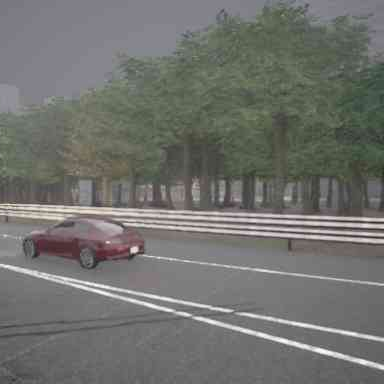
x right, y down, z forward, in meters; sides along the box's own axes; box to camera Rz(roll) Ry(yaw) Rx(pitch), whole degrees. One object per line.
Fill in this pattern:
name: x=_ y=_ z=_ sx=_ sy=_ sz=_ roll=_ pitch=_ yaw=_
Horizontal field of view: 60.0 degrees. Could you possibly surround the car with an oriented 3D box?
car: x=-3.630 y=1.531 z=11.029 sx=4.674 sy=1.442 sz=1.812 roll=0 pitch=0 yaw=33
